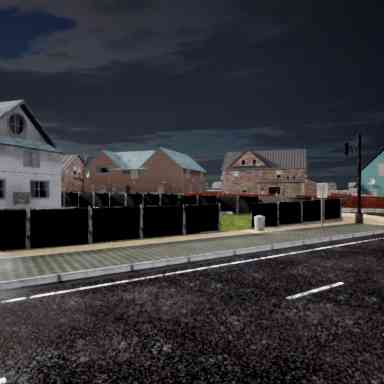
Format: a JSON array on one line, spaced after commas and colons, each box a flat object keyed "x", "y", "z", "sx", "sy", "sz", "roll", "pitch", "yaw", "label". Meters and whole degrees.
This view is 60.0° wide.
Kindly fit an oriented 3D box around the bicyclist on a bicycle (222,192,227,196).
[{"x": 3.783, "y": 0.794, "z": 38.689, "sx": 0.582, "sy": 1.620, "sz": 1.656, "roll": 1, "pitch": 1, "yaw": 19, "label": "bicyclist on a bicycle"}]
